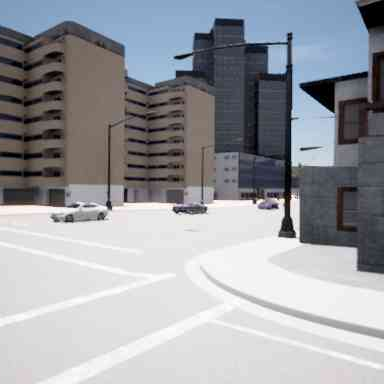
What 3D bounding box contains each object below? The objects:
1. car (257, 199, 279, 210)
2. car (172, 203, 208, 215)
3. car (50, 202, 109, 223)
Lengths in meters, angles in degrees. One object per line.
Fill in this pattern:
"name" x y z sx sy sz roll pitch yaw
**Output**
"car" 12.530 2.013 54.745 2.097 1.767 4.553 1 0 36
"car" -0.198 1.846 37.403 1.895 1.301 4.718 1 -1 36
"car" -8.626 1.531 25.806 1.812 1.442 4.674 1 0 36
